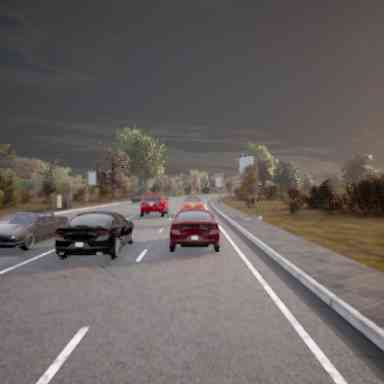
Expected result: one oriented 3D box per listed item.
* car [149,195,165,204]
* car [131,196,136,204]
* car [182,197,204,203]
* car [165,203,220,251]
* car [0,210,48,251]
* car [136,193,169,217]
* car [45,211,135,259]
[{"bbox_3d":[-6.365,1.372,61.042,2.033,1.411,5.357,0,0,3],"label":"car"},{"bbox_3d":[-9.860,1.425,61.178,1.895,1.301,4.718,0,0,3],"label":"car"},{"bbox_3d":[0.107,1.258,32.143,2.097,1.767,4.553,0,0,1],"label":"car"},{"bbox_3d":[0.100,1.437,13.973,1.882,1.535,5.008,0,0,0],"label":"car"},{"bbox_3d":[-7.001,1.507,14.233,2.033,1.411,5.357,0,0,0],"label":"car"},{"bbox_3d":[-3.408,1.135,30.790,2.150,2.045,5.566,0,0,1],"label":"car"},{"bbox_3d":[-3.401,1.442,12.509,1.882,1.535,5.008,0,0,0],"label":"car"}]
